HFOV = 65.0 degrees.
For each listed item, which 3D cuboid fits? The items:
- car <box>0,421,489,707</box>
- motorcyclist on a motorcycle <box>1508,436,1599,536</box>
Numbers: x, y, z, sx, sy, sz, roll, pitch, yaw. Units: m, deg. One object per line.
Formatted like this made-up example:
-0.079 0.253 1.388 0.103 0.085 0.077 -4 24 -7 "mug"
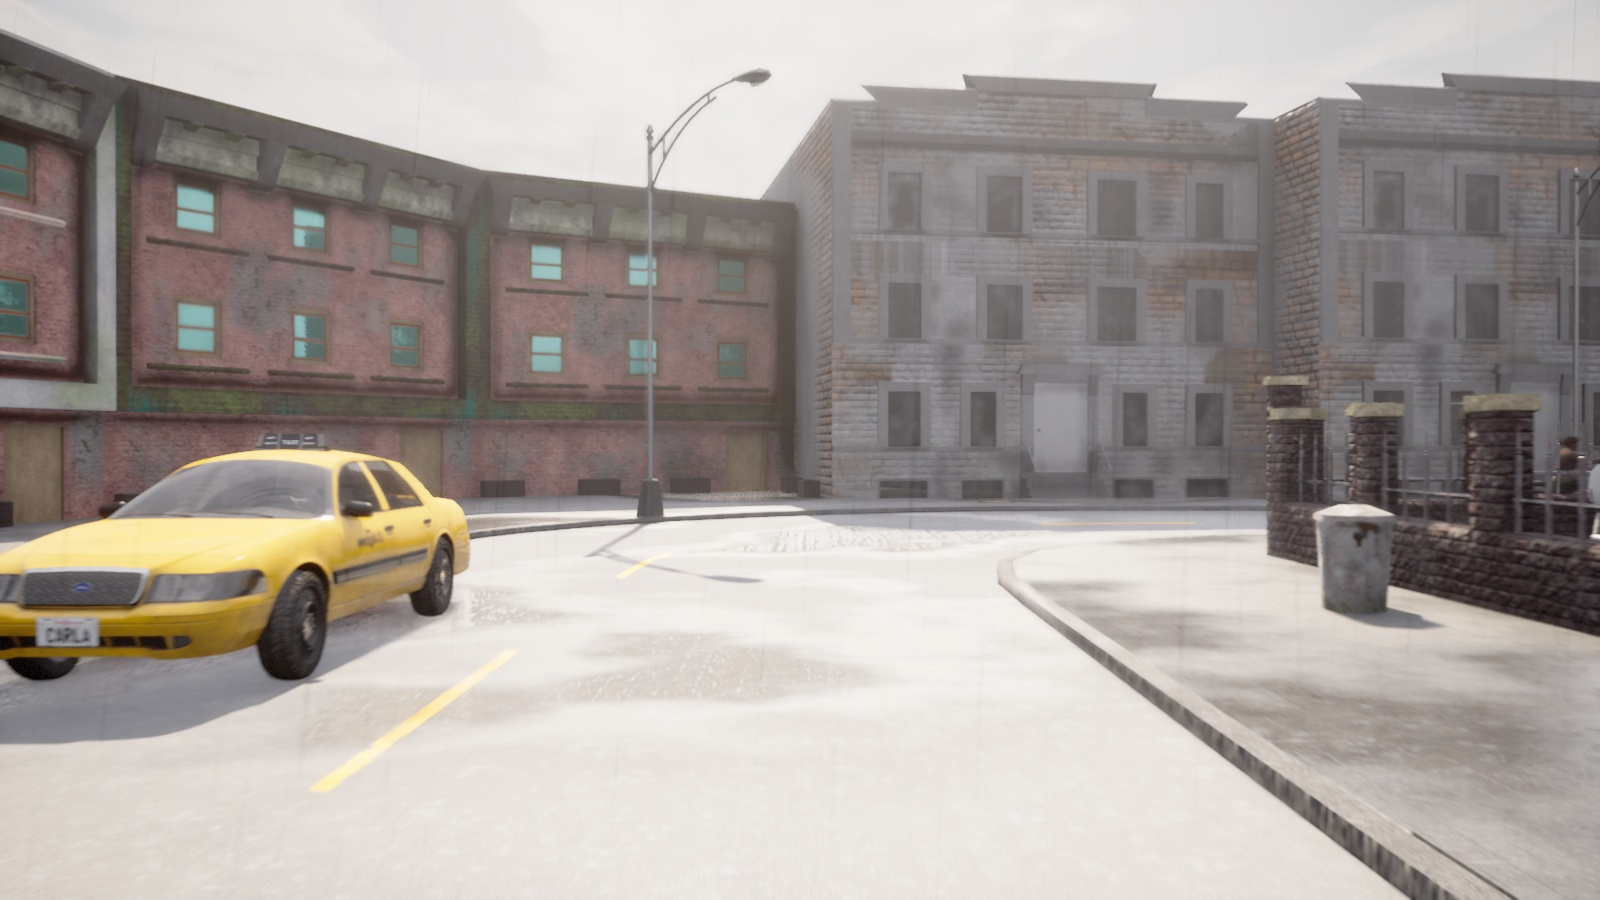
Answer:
-3.969 0.633 9.618 1.801 1.575 5.366 0 0 0 "car"
13.324 0.588 21.140 2.350 1.649 0.766 0 0 0 "motorcyclist on a motorcycle"
